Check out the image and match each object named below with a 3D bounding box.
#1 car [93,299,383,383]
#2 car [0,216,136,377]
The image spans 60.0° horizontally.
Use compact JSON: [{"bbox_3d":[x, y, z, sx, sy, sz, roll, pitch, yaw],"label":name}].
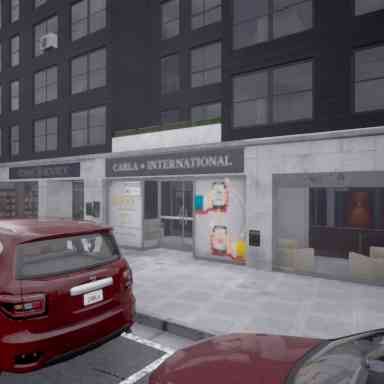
[{"bbox_3d":[1.513,1.582,1.999,4.206,1.307,1.802,0,0,35],"label":"car"},{"bbox_3d":[-3.099,1.314,5.281,5.009,1.841,2.192,0,0,35],"label":"car"}]
